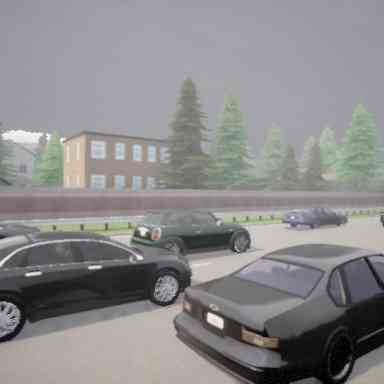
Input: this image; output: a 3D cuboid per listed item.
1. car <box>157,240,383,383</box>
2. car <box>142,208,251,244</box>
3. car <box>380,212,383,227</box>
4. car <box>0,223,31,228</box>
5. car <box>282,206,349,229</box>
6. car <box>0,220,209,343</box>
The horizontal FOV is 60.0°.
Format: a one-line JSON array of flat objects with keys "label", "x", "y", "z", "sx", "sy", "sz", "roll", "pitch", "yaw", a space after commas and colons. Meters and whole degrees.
[{"label": "car", "x": 2.319, "y": 1.584, "z": 5.395, "sx": 5.357, "sy": 1.411, "sz": 2.033, "roll": 1, "pitch": 0, "yaw": -35}, {"label": "car", "x": 0.086, "y": 1.407, "z": 12.402, "sx": 4.553, "sy": 1.767, "sz": 2.097, "roll": 0, "pitch": 0, "yaw": -35}, {"label": "car", "x": 14.870, "y": 1.681, "z": 22.939, "sx": 4.902, "sy": 1.511, "sz": 2.128, "roll": 1, "pitch": 0, "yaw": -35}, {"label": "car", "x": -7.619, "y": 1.494, "z": 11.209, "sx": 4.902, "sy": 1.511, "sz": 2.128, "roll": 1, "pitch": 0, "yaw": -35}, {"label": "car", "x": 8.458, "y": 1.697, "z": 22.664, "sx": 5.357, "sy": 1.411, "sz": 2.033, "roll": 1, "pitch": 0, "yaw": -35}, {"label": "car", "x": -2.225, "y": 1.519, "z": 6.456, "sx": 4.892, "sy": 1.490, "sz": 1.837, "roll": 1, "pitch": 0, "yaw": -35}]
